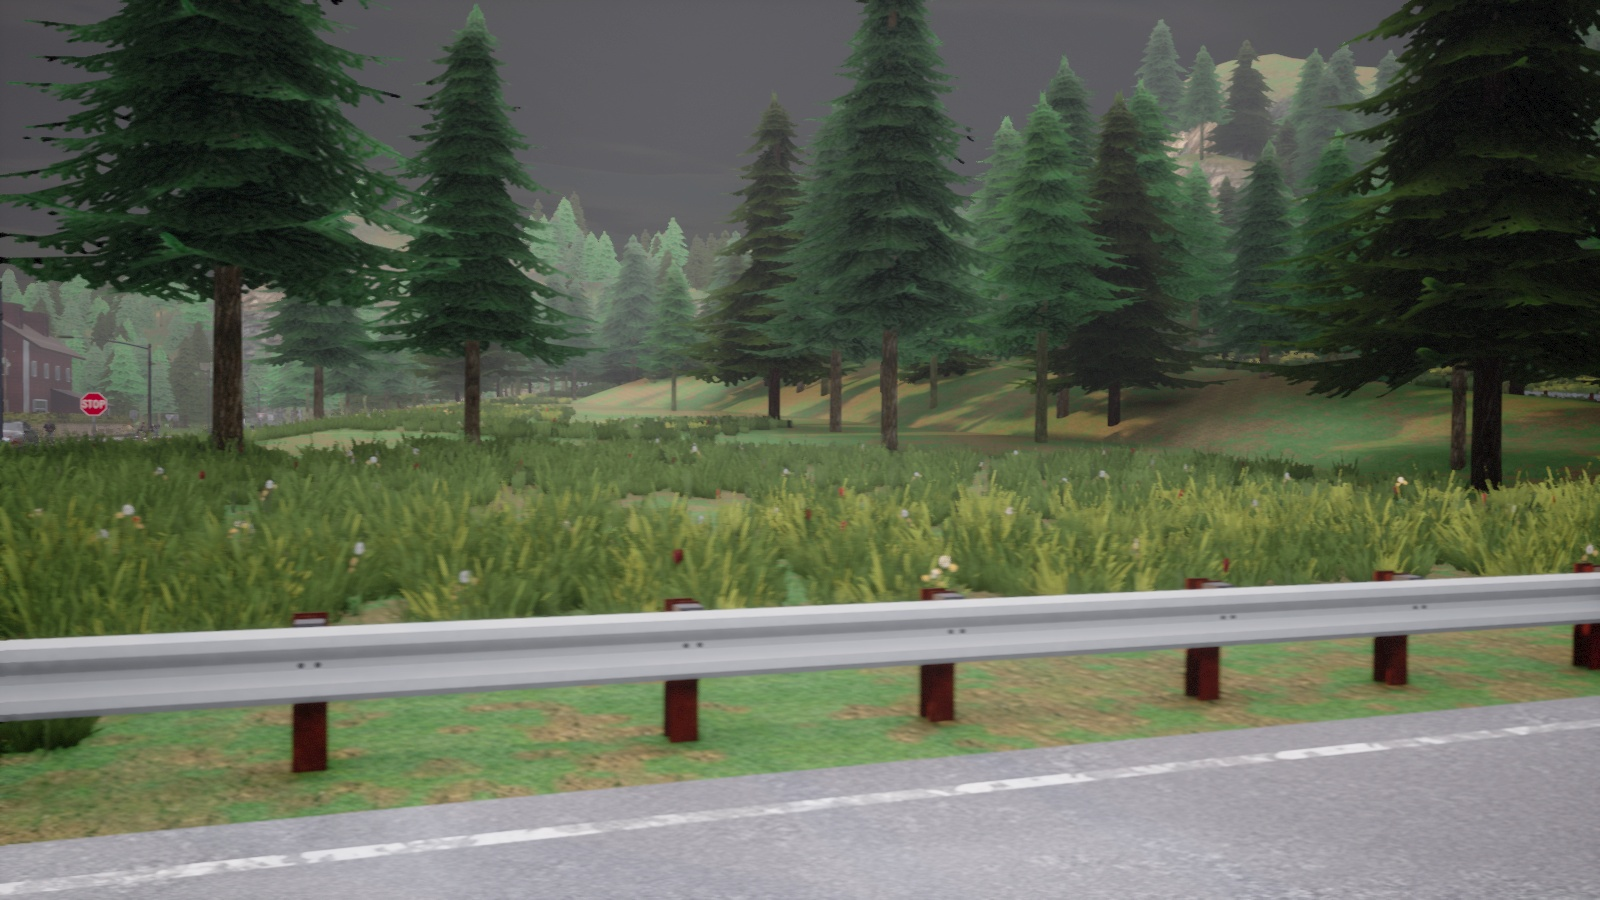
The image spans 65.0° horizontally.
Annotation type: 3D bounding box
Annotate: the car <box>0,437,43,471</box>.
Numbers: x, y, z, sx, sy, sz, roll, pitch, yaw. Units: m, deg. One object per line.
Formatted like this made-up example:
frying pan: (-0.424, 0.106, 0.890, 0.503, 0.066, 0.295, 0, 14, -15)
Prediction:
car: (-40.142, 0.174, 63.738, 2.033, 1.649, 4.856, -1, 1, -20)
